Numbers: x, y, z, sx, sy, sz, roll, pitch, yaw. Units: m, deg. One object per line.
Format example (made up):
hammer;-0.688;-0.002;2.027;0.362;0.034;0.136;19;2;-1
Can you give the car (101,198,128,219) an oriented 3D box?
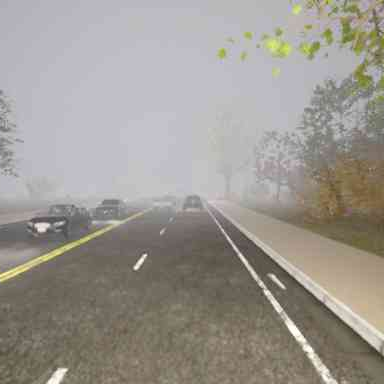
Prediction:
car;-6.512;1.293;27.138;1.837;1.490;4.892;0;0;0

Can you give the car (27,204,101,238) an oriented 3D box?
car;-6.542;1.368;16.949;2.128;1.511;4.902;0;0;0

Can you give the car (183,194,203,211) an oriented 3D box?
car;0.104;1.045;36.430;2.097;1.767;4.553;0;1;0

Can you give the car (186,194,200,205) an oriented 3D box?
car;0.160;1.058;48.447;1.882;1.535;5.008;0;1;1

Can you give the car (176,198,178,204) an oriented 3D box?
car;-3.106;1.144;47.264;2.033;1.411;5.357;0;1;0

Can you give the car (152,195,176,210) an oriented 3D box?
car;-3.145;1.298;36.536;1.895;1.301;4.718;0;1;0
